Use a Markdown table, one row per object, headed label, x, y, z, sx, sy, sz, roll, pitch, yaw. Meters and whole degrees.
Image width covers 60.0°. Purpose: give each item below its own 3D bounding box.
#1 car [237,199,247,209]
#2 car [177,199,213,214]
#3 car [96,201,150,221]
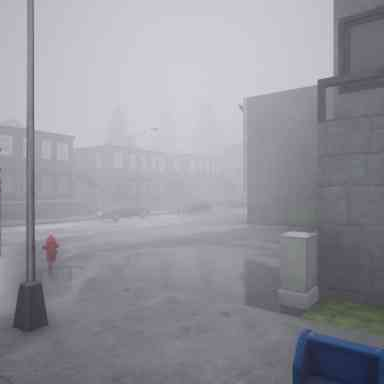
| label | x | y | z | sx | sy | sz | roll | pitch | yaw |
| --- | --- | --- | --- | --- | --- | --- | --- | --- | --- |
| car | 8.266 | 1.557 | 46.313 | 2.033 | 1.411 | 5.357 | 0 | 0 | 36 |
| car | 0.341 | 1.499 | 35.299 | 2.128 | 1.511 | 4.902 | 0 | 0 | 36 |
| car | -5.554 | 1.501 | 27.063 | 2.128 | 1.511 | 4.902 | 0 | 0 | 36 |
